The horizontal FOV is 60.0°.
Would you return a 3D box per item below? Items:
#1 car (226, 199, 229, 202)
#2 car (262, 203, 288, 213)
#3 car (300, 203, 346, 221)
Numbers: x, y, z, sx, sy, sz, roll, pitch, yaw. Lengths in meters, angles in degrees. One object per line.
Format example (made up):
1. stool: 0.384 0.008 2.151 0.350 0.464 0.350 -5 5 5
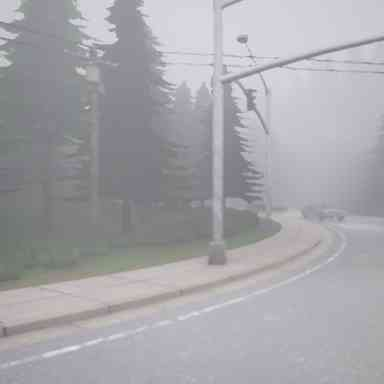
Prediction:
1. car: 2.786 1.272 46.324 2.150 2.045 5.566 0 0 -38
2. car: 8.420 1.594 37.633 2.033 1.411 5.357 0 0 -24
3. car: 10.809 1.640 27.680 1.895 1.301 4.718 0 0 -4
